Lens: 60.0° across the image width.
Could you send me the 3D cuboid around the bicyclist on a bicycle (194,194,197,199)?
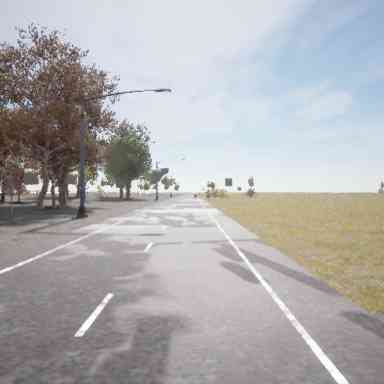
[{"bbox_3d":[0.987,1.406,95.478,0.659,1.776,1.843,2,1,0],"label":"bicyclist on a bicycle"}]
